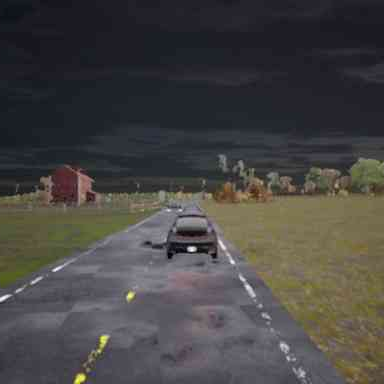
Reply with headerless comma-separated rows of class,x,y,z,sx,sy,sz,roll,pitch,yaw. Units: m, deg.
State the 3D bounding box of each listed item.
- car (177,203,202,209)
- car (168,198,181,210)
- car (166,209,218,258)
car,0.010,1.874,28.533,1.994,1.385,4.181,0,-1,0
car,-2.783,1.947,54.519,2.097,1.767,4.553,0,-1,0
car,0.012,1.654,13.471,1.837,1.490,4.892,0,0,0
